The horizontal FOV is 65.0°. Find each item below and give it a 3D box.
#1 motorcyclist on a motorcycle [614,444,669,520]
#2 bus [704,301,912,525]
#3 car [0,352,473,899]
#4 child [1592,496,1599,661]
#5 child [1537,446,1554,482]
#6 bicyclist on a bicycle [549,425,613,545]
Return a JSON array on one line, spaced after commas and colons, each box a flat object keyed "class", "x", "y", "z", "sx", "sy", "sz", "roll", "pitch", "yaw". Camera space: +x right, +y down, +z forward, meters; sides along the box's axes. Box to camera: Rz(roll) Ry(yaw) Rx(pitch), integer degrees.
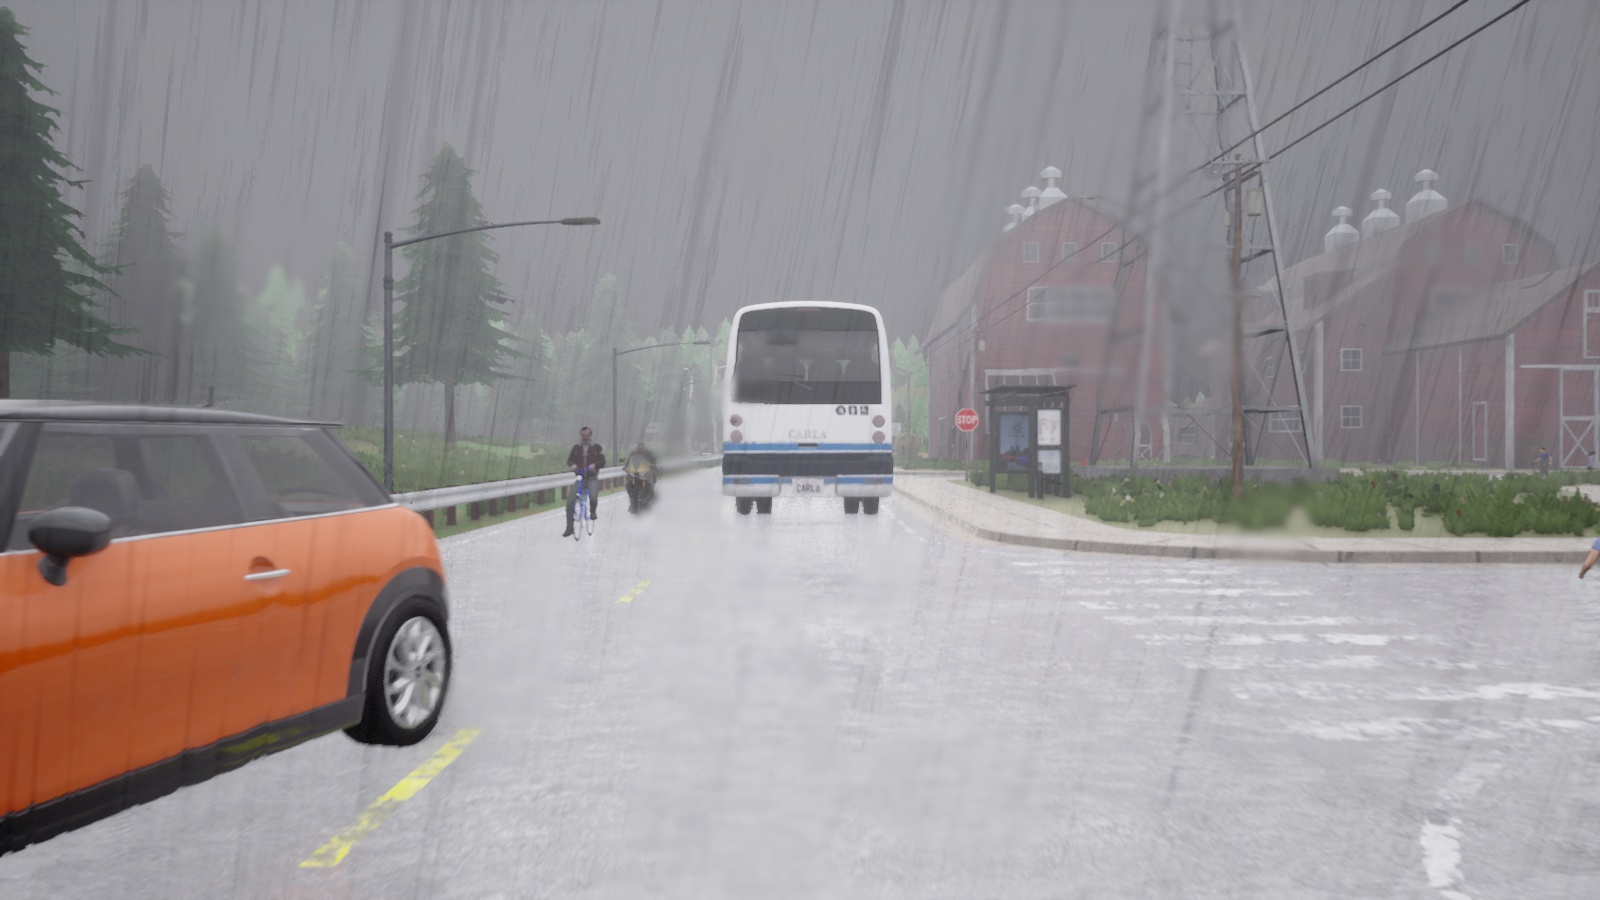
[{"class": "motorcyclist on a motorcycle", "x": -3.334, "y": 0.646, "z": 26.588, "sx": 0.866, "sy": 1.530, "sz": 2.191, "roll": 0, "pitch": 0, "yaw": 0}, {"class": "bus", "x": 0.181, "y": -0.775, "z": 28.978, "sx": 3.944, "sy": 4.253, "sz": 10.273, "roll": 0, "pitch": 1, "yaw": 0}, {"class": "car", "x": -3.295, "y": 0.579, "z": 4.675, "sx": 2.097, "sy": 1.767, "sz": 4.553, "roll": 0, "pitch": 0, "yaw": 14}, {"class": "child", "x": 5.547, "y": 0.874, "z": 8.395, "sx": 0.255, "sy": 1.110, "sz": 0.394, "roll": 0, "pitch": 0, "yaw": 1}, {"class": "child", "x": 26.193, "y": 0.482, "z": 44.106, "sx": 0.437, "sy": 1.263, "sz": 0.270, "roll": 0, "pitch": 0, "yaw": 3}, {"class": "bicyclist on a bicycle", "x": -3.373, "y": 0.517, "z": 19.509, "sx": 0.659, "sy": 1.776, "sz": 1.843, "roll": 0, "pitch": 0, "yaw": 0}]
